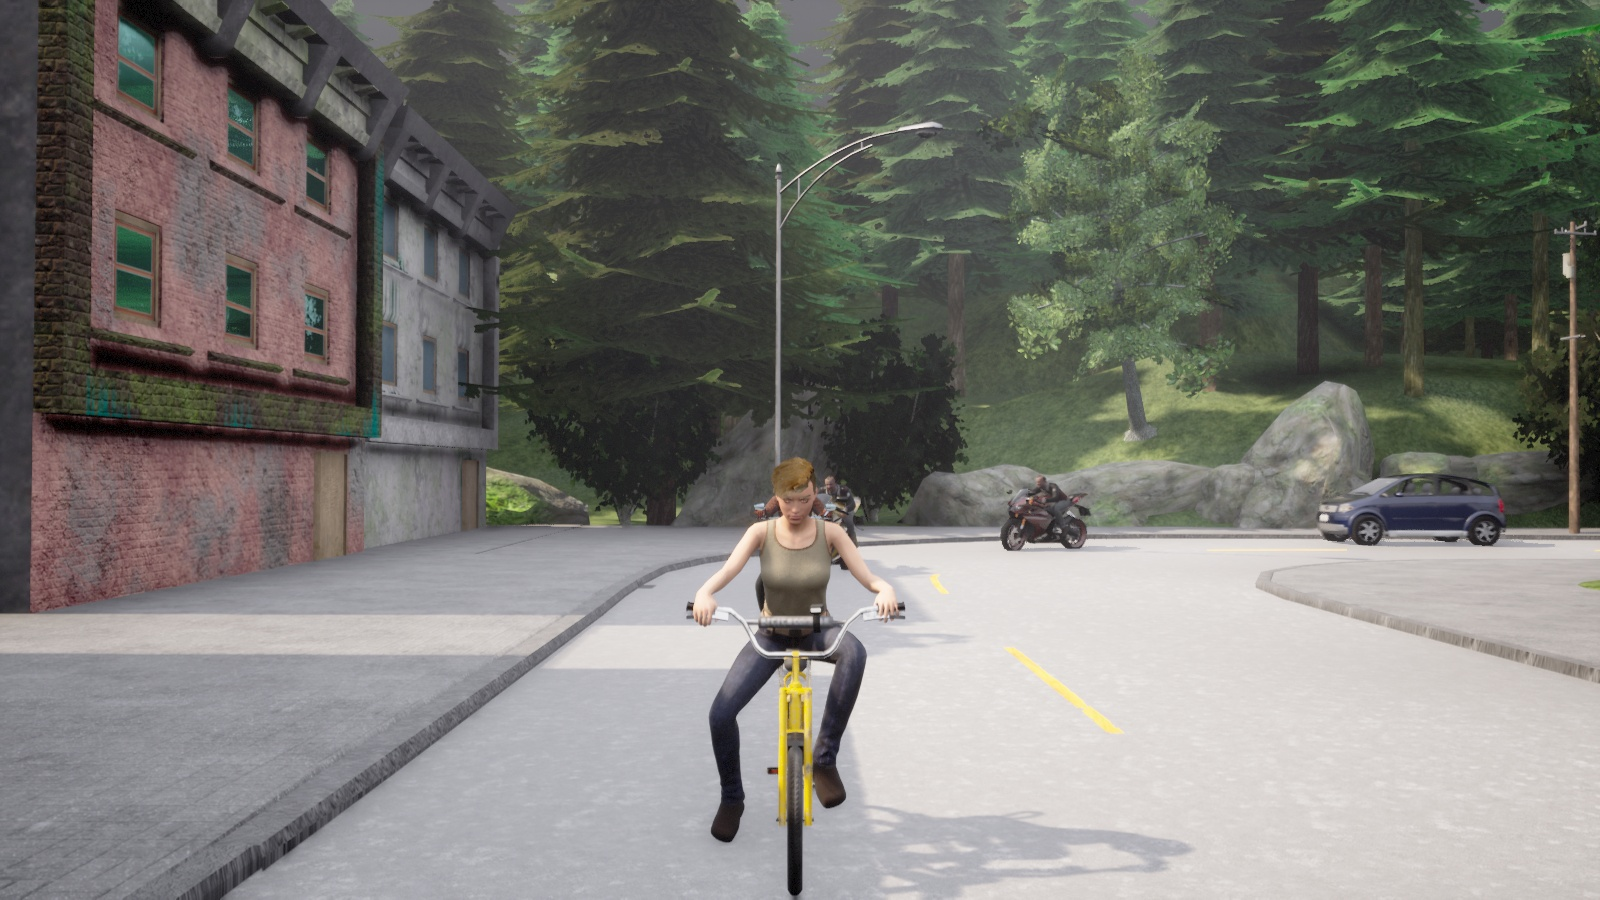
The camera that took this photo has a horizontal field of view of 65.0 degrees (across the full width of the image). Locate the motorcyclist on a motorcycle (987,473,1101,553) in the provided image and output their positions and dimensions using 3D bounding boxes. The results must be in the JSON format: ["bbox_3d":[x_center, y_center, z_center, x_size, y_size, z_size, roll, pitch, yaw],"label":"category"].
[{"bbox_3d":[4.870,1.238,25.044,2.191,1.530,0.866,1,-1,-30],"label":"motorcyclist on a motorcycle"}]

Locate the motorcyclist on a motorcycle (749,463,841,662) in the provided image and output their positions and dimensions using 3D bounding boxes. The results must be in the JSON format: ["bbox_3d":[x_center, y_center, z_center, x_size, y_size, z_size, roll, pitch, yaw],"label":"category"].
[{"bbox_3d":[-0.039,0.953,11.627,0.766,1.649,2.350,0,-1,0],"label":"motorcyclist on a motorcycle"}]

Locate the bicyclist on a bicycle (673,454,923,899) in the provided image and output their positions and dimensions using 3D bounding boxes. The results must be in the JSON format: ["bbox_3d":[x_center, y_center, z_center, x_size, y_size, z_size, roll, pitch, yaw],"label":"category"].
[{"bbox_3d":[-0.012,0.834,5.133,0.866,1.612,1.509,0,-1,0],"label":"bicyclist on a bicycle"}]

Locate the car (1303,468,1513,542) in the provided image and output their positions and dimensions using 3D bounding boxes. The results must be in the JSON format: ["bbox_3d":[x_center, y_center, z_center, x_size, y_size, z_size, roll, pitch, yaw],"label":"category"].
[{"bbox_3d":[13.211,1.184,27.447,3.705,1.549,1.789,0,-1,-1],"label":"car"}]

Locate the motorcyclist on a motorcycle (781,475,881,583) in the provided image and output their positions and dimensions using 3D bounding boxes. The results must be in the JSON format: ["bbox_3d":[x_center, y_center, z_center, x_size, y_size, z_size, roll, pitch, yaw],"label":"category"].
[{"bbox_3d":[0.505,1.159,19.171,0.866,1.530,2.191,-1,-1,20],"label":"motorcyclist on a motorcycle"}]
